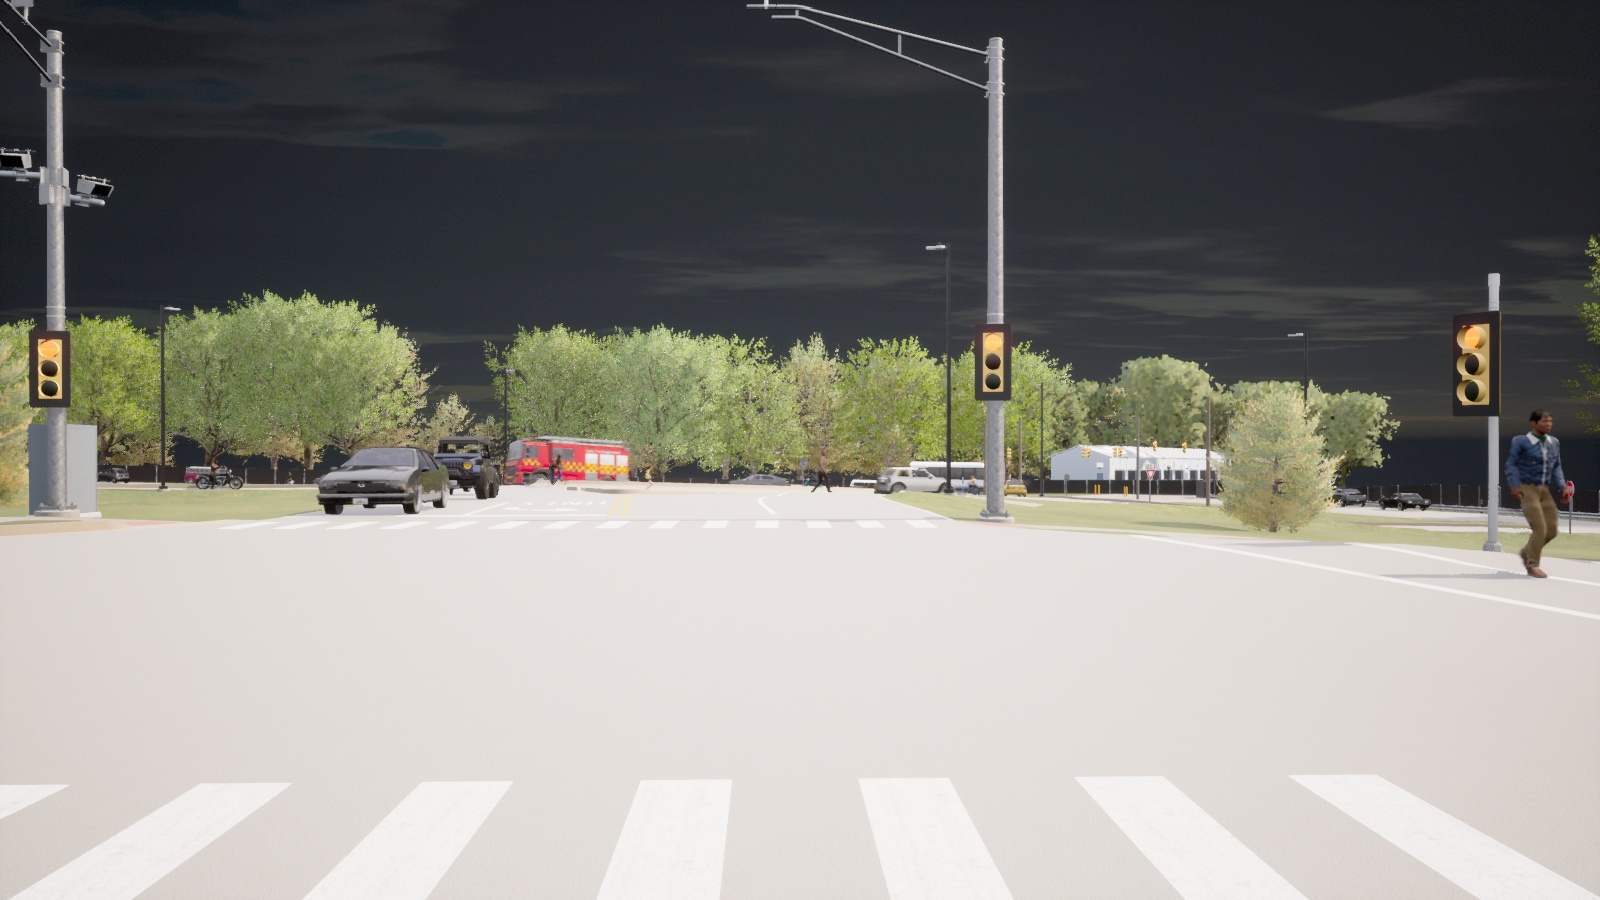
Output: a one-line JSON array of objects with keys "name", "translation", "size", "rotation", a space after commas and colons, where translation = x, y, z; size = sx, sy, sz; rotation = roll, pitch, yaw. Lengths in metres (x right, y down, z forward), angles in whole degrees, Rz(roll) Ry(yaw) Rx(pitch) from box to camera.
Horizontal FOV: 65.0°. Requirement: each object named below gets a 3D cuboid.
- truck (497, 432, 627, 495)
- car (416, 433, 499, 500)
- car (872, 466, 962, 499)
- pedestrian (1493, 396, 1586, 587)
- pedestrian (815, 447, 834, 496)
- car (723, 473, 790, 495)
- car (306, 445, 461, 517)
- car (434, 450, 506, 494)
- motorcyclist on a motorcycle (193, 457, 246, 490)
[{"name": "truck", "translation": [-16.819, 1.054, 88.981], "size": [8.468, 3.827, 2.891], "rotation": [4, -6, -33]}, {"name": "car", "translation": [-10.076, 0.493, 37.221], "size": [1.905, 1.878, 3.866], "rotation": [0, -1, -8]}, {"name": "car", "translation": [5.653, 1.571, 60.530], "size": [3.806, 1.475, 1.970], "rotation": [2, 0, -21]}, {"name": "pedestrian", "translation": [7.792, 0.421, 13.256], "size": [0.423, 1.949, 0.788], "rotation": [0, 1, -9]}, {"name": "pedestrian", "translation": [0.940, 0.823, 48.471], "size": [0.634, 1.846, 0.331], "rotation": [0, 1, 27]}, {"name": "car", "translation": [-3.255, 2.543, 94.605], "size": [4.902, 1.511, 2.128], "rotation": [0, -4, 3]}, {"name": "car", "translation": [-8.864, 0.612, 27.216], "size": [2.033, 1.411, 5.357], "rotation": [0, 0, -5]}, {"name": "car", "translation": [-12.070, 0.813, 45.692], "size": [2.128, 1.511, 4.902], "rotation": [0, -1, -19]}, {"name": "motorcyclist on a motorcycle", "translation": [-30.050, 1.225, 65.022], "size": [2.350, 1.649, 0.766], "rotation": [0, 1, -7]}]
